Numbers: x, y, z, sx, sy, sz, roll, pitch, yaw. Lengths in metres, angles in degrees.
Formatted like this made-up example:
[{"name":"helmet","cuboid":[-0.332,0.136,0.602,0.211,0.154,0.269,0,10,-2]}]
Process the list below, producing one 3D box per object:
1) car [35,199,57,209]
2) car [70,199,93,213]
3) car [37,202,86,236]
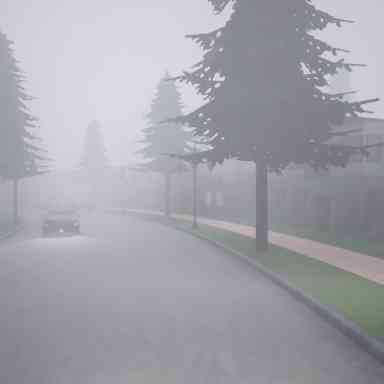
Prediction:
[{"name":"car","cuboid":[-19.096,1.610,44.025,4.718,1.301,1.895,0,0,45]},{"name":"car","cuboid":[-12.332,1.485,36.036,1.882,1.535,5.008,0,0,-36]},{"name":"car","cuboid":[-7.390,1.551,18.990,2.033,1.411,5.357,0,0,-20]}]
